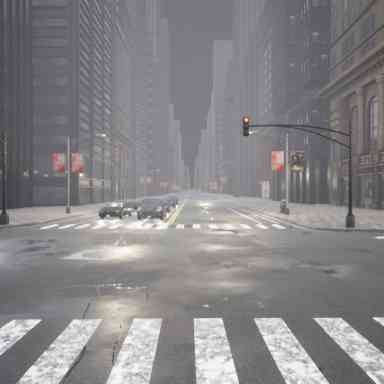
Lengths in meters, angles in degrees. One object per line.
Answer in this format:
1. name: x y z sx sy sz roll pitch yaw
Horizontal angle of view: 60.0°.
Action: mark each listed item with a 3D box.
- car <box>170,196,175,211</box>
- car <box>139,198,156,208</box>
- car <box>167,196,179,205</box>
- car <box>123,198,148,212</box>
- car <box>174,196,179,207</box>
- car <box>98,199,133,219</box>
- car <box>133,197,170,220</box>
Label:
1. car: -3.320 1.524 37.540 2.033 1.411 5.357 0 0 0
2. car: -6.565 1.565 49.509 1.895 1.301 4.718 0 0 0
3. car: -3.273 1.455 57.813 1.837 1.490 4.892 0 0 0
4. car: -6.567 1.522 39.423 2.033 1.411 5.357 0 0 0
5. car: -3.319 1.530 47.439 1.994 1.385 4.181 0 0 0
6. car: -6.551 1.531 29.324 2.033 1.411 5.357 0 0 4
7. car: -3.326 1.337 28.066 2.097 1.767 4.553 0 0 0
